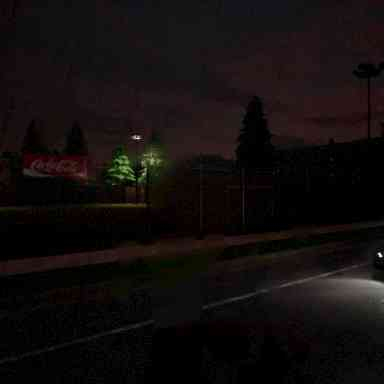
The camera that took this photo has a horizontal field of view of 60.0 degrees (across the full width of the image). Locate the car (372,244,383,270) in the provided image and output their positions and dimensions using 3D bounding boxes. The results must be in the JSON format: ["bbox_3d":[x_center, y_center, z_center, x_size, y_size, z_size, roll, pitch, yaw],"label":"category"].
[{"bbox_3d":[7.348,1.546,9.590,5.357,1.411,2.033,0,0,-36],"label":"car"}]
